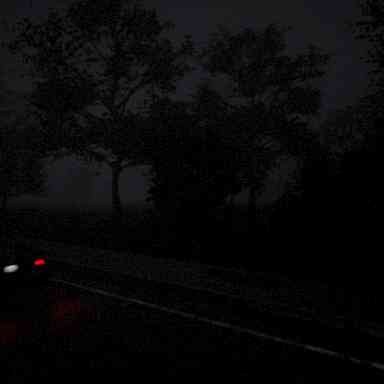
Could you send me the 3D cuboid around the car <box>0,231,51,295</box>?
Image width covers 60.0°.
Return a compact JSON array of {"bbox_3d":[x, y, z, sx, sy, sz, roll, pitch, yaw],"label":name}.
[{"bbox_3d":[-5.578,1.550,7.970,5.357,1.411,2.033,0,0,36],"label":"car"}]
